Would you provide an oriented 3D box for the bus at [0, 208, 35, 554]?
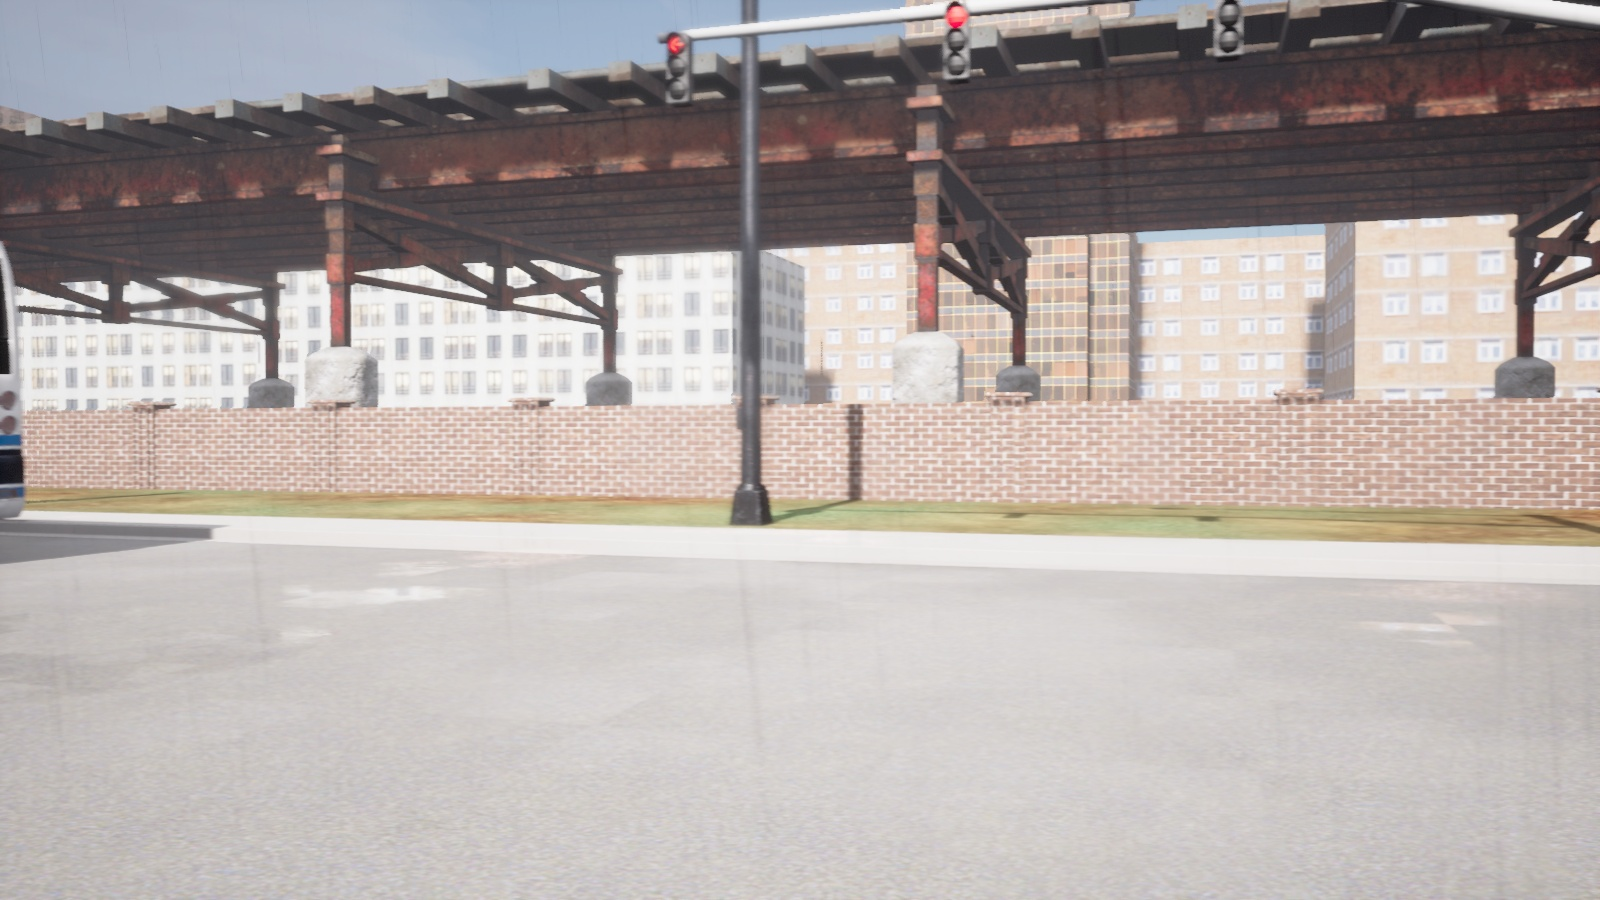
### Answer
[{"bbox_3d":[-15.197,-0.873,15.657,10.273,4.253,3.944,1,1,18],"label":"bus"}]
